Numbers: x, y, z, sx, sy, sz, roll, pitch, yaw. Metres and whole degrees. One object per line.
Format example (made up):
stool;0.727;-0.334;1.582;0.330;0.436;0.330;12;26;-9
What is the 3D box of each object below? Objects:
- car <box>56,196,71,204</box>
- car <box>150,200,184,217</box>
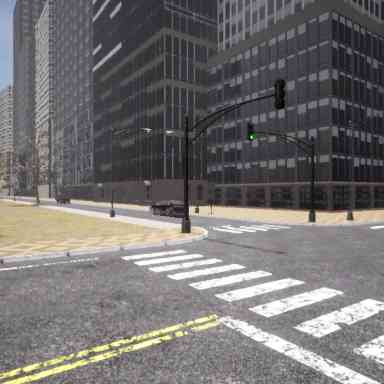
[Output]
car;-24.713;1.511;63.735;1.837;1.490;4.892;0;0;-35
car;-2.283;1.493;31.734;2.128;1.511;4.902;0;0;-35
